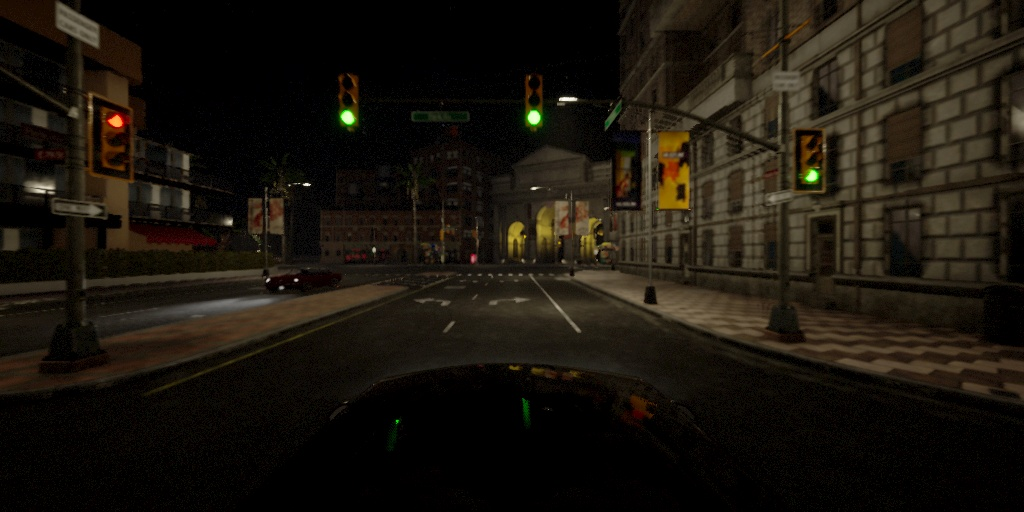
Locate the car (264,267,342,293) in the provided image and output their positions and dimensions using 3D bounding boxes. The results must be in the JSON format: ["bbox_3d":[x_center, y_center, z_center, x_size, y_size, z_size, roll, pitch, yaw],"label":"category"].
[{"bbox_3d":[-11.575,1.286,20.217,1.895,1.301,4.718,0,0,0],"label":"car"}]
